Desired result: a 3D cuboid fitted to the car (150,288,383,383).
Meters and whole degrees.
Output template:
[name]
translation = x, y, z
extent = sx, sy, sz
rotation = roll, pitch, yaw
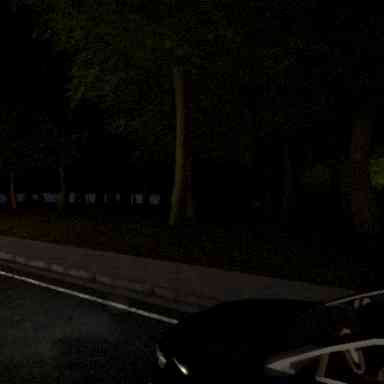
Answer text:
[car]
translation = 1.836, 1.491, 2.376
extent = 4.902, 1.511, 2.128
rotation = 0, 0, 35
